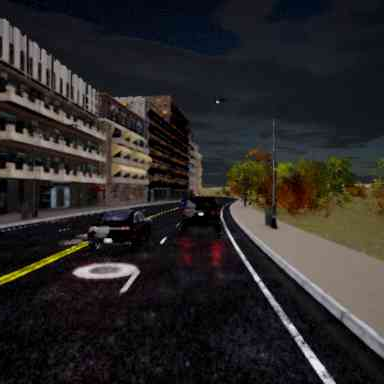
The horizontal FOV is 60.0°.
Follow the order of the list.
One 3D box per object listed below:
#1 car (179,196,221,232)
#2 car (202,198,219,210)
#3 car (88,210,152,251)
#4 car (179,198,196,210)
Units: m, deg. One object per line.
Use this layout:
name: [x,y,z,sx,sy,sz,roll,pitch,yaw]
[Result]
car: [0.608,1.263,20.440,2.150,2.045,5.566,0,0,3]
car: [2.677,1.615,46.231,2.128,1.511,4.902,0,0,6]
car: [-2.893,1.507,14.180,2.128,1.511,4.902,0,0,2]
car: [-0.562,1.589,46.537,1.882,1.535,5.008,0,0,6]
